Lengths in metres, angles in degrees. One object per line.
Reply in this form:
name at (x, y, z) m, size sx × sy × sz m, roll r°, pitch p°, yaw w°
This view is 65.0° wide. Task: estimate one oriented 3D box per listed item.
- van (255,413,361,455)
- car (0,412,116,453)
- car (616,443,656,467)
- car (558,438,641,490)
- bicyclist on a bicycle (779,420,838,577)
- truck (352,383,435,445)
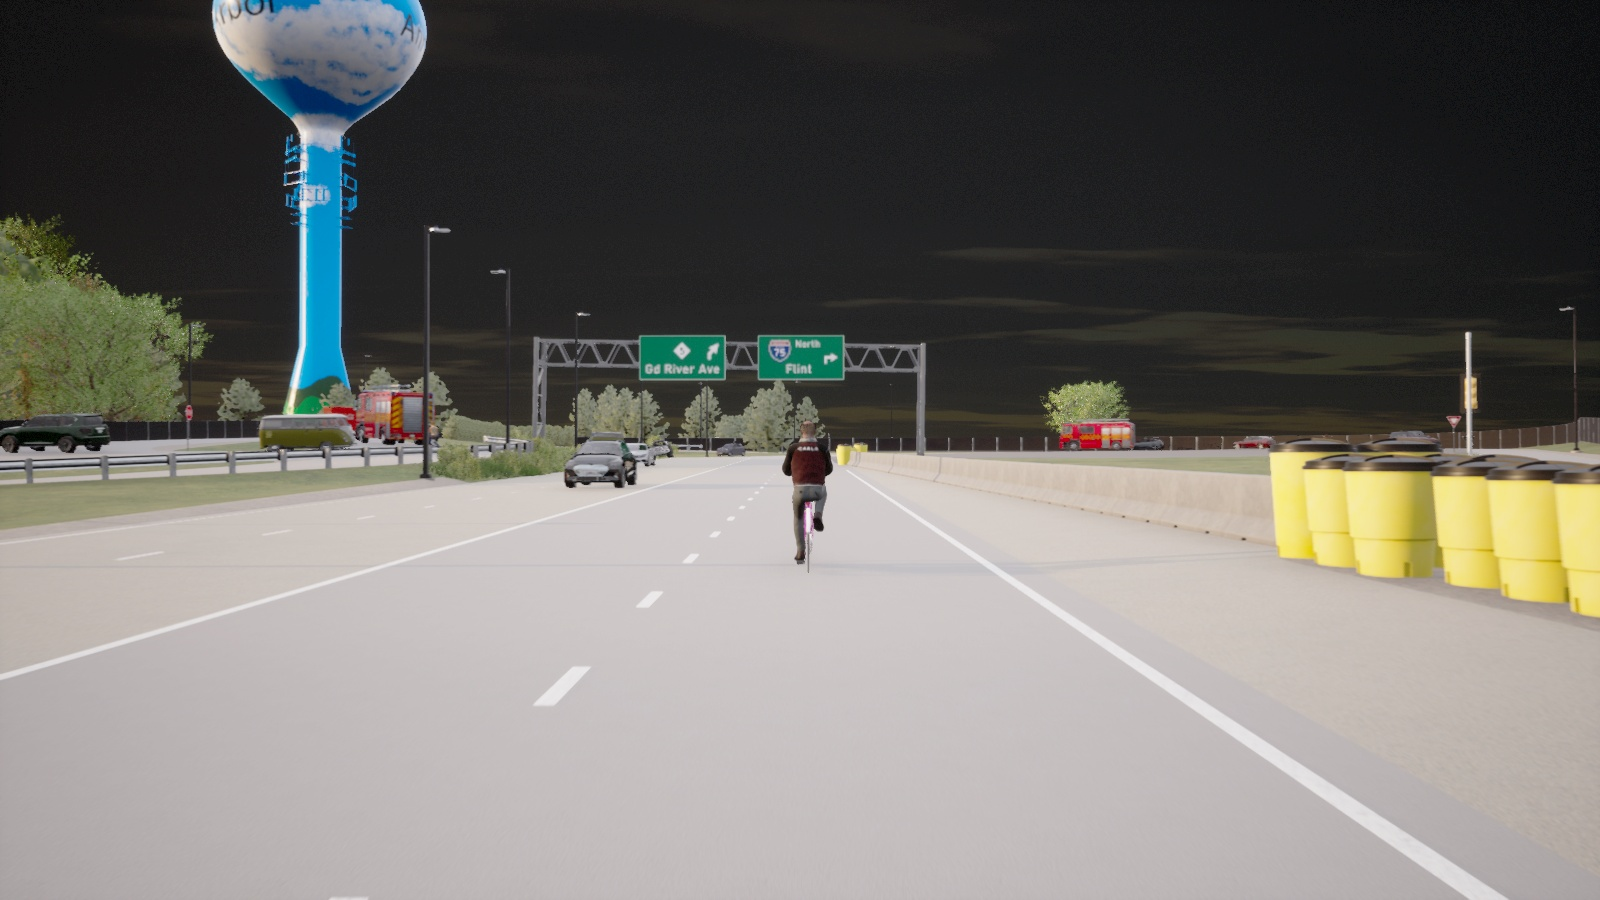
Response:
van at (-24.113, -0.803, 61.677) m, size 4.442 × 1.987 × 1.775 m, roll 0°, pitch 3°, yaw 1°
car at (-39.088, -0.952, 65.768) m, size 5.566 × 2.045 × 2.150 m, roll 0°, pitch 3°, yaw 9°
car at (-10.058, 0.290, 77.226) m, size 1.812 × 1.442 × 4.674 m, roll 0°, pitch 0°, yaw 0°
car at (-6.746, 0.432, 42.759) m, size 2.033 × 1.649 × 4.856 m, roll 0°, pitch 0°, yaw 0°
bicyclist on a bicycle at (0.100, 0.537, 15.112) m, size 0.659 × 1.776 × 1.843 m, roll 0°, pitch 1°, yaw 0°
truck at (-26.710, -2.341, 82.167) m, size 2.891 × 3.827 × 8.468 m, roll 0°, pitch 1°, yaw -34°
